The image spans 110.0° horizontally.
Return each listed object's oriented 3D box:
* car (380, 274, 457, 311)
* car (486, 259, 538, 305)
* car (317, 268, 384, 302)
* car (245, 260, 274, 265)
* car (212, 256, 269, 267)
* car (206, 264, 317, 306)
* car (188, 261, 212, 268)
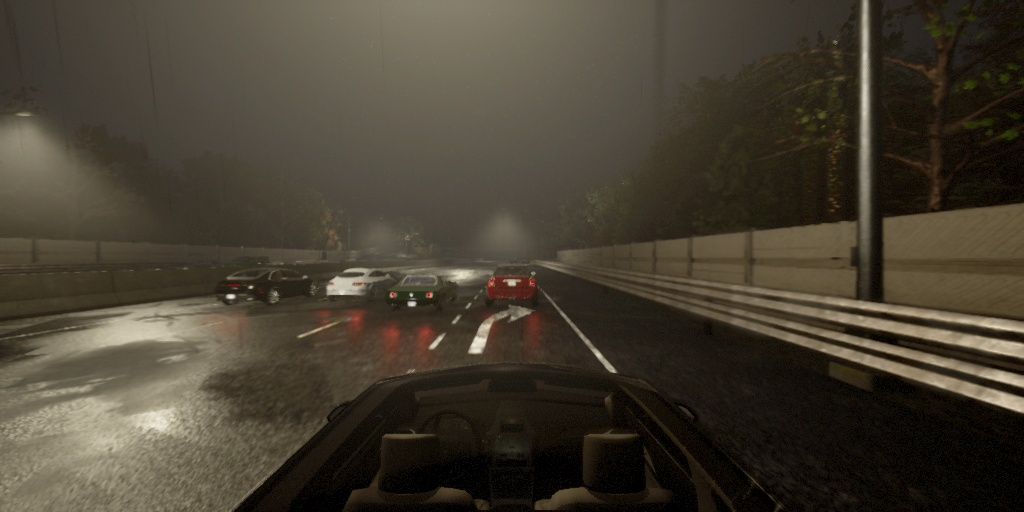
[{"bbox_3d":[-3.397,1.356,14.412,1.895,1.301,4.718,0,0,0],"label":"car"},{"bbox_3d":[0.001,1.109,16.076,2.097,1.767,4.553,0,0,0],"label":"car"},{"bbox_3d":[-6.914,1.281,16.880,1.812,1.442,4.674,0,0,0],"label":"car"},{"bbox_3d":[-24.570,1.377,36.950,1.895,1.301,4.718,0,0,0],"label":"car"},{"bbox_3d":[-28.061,0.998,37.955,2.150,2.045,5.566,0,0,0],"label":"car"},{"bbox_3d":[-10.400,1.257,15.688,1.837,1.490,4.892,0,0,0],"label":"car"},{"bbox_3d":[-31.560,1.265,37.765,2.128,1.511,4.902,0,0,0],"label":"car"}]
